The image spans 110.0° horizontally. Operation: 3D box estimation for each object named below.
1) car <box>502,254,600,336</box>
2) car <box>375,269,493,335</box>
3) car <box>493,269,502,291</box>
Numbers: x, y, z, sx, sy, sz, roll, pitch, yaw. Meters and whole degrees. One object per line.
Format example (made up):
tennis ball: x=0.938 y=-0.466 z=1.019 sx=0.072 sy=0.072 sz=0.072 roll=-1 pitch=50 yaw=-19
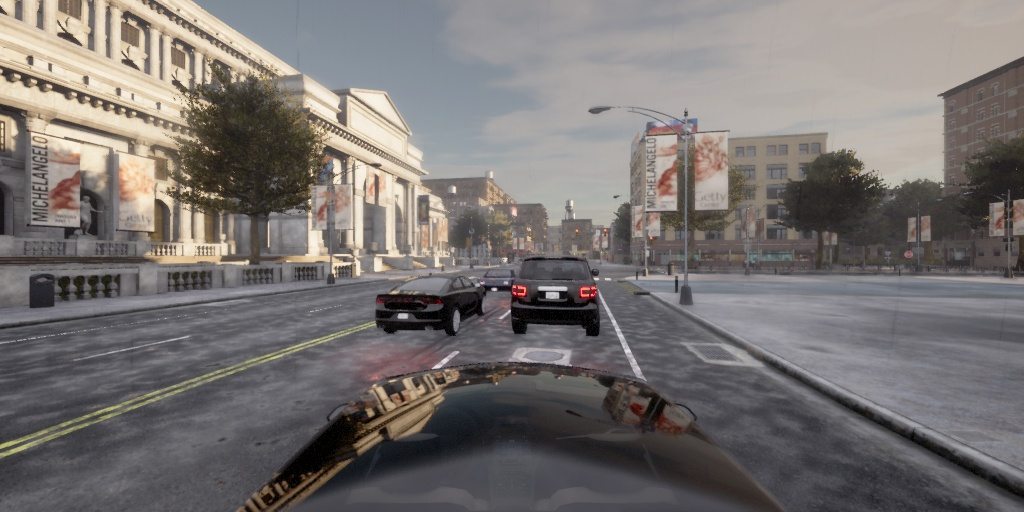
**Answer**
car: x=1.382 y=0.971 z=10.644 sx=2.150 sy=2.045 sz=5.566 roll=0 pitch=0 yaw=10
car: x=-2.105 y=1.228 z=10.659 sx=1.882 sy=1.535 sz=5.008 roll=0 pitch=0 yaw=9
car: x=-0.443 y=1.351 z=19.780 sx=1.895 sy=1.301 sz=4.718 roll=0 pitch=0 yaw=11
